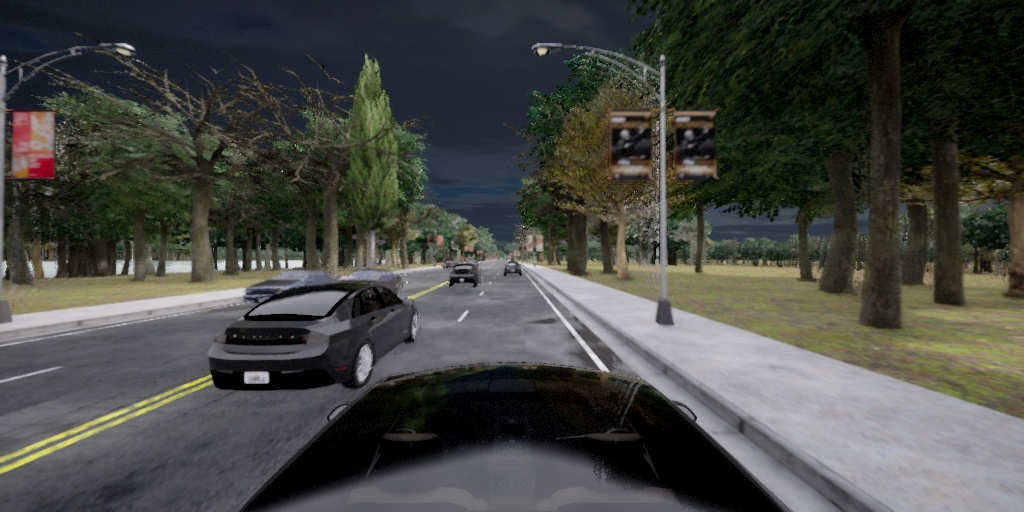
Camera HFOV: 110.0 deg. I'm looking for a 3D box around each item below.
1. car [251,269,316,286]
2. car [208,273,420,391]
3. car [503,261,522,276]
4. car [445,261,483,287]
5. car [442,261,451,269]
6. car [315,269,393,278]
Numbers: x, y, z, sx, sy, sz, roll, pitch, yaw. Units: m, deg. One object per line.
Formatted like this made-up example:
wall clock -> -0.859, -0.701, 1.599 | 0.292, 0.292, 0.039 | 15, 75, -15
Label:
car -> -9.851, 1.312, 16.799 | 2.033, 1.411, 5.357 | 0, 0, 0
car -> -3.154, 1.258, 6.850 | 1.837, 1.490, 4.892 | 0, 0, 0
car -> 0.097, 1.342, 38.877 | 1.812, 1.442, 4.674 | 0, 0, 0
car -> -3.154, 1.286, 24.936 | 1.837, 1.490, 4.892 | 0, 0, 0
car -> -9.834, 1.451, 57.474 | 1.994, 1.385, 4.181 | 0, 0, 0
car -> -6.602, 1.312, 16.730 | 2.033, 1.411, 5.357 | 0, 0, 0
